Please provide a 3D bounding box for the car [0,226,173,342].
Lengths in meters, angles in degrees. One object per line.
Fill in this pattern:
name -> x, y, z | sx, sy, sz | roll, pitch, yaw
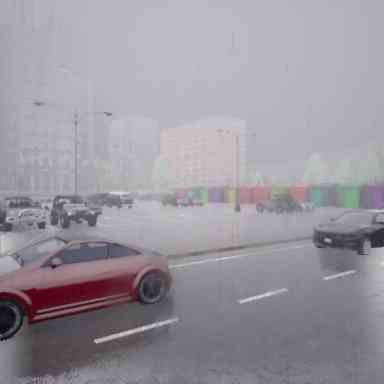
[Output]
car -> -2.455, 1.563, 6.484 | 4.181, 1.385, 1.994 | 0, 0, -37

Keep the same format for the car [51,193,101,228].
car -> -7.402, 1.149, 20.520 | 1.905, 1.878, 3.866 | 0, 0, -37

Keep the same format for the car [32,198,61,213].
car -> -15.808, 1.387, 36.069 | 1.970, 1.475, 3.806 | 0, 0, -37

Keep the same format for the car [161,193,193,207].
car -> -2.405, 1.118, 46.357 | 1.932, 1.855, 4.605 | 0, 0, -37

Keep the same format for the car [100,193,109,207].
car -> -15.933, 1.129, 54.997 | 1.932, 1.855, 4.605 | 0, 0, -37

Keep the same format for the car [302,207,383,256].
car -> 6.861, 1.457, 13.298 | 5.008, 1.535, 1.882 | 0, 0, -36

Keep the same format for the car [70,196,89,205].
car -> -18.039, 1.344, 53.335 | 1.784, 1.438, 3.905 | 0, 0, -37

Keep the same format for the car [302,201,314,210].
car -> 10.518, 1.353, 34.157 | 1.970, 1.475, 3.806 | 0, 0, -37

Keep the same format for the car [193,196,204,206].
car -> -0.058, 1.324, 48.057 | 1.784, 1.438, 3.905 | 0, 0, -37

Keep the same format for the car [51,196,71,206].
car -> -20.345, 1.380, 51.585 | 1.970, 1.475, 3.806 | 0, 0, -37

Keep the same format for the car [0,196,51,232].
car -> -9.741, 1.151, 18.813 | 1.932, 1.855, 4.605 | 0, 0, -37

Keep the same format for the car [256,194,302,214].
car -> 8.205, 1.118, 32.415 | 1.905, 1.878, 3.866 | 0, 0, -37
